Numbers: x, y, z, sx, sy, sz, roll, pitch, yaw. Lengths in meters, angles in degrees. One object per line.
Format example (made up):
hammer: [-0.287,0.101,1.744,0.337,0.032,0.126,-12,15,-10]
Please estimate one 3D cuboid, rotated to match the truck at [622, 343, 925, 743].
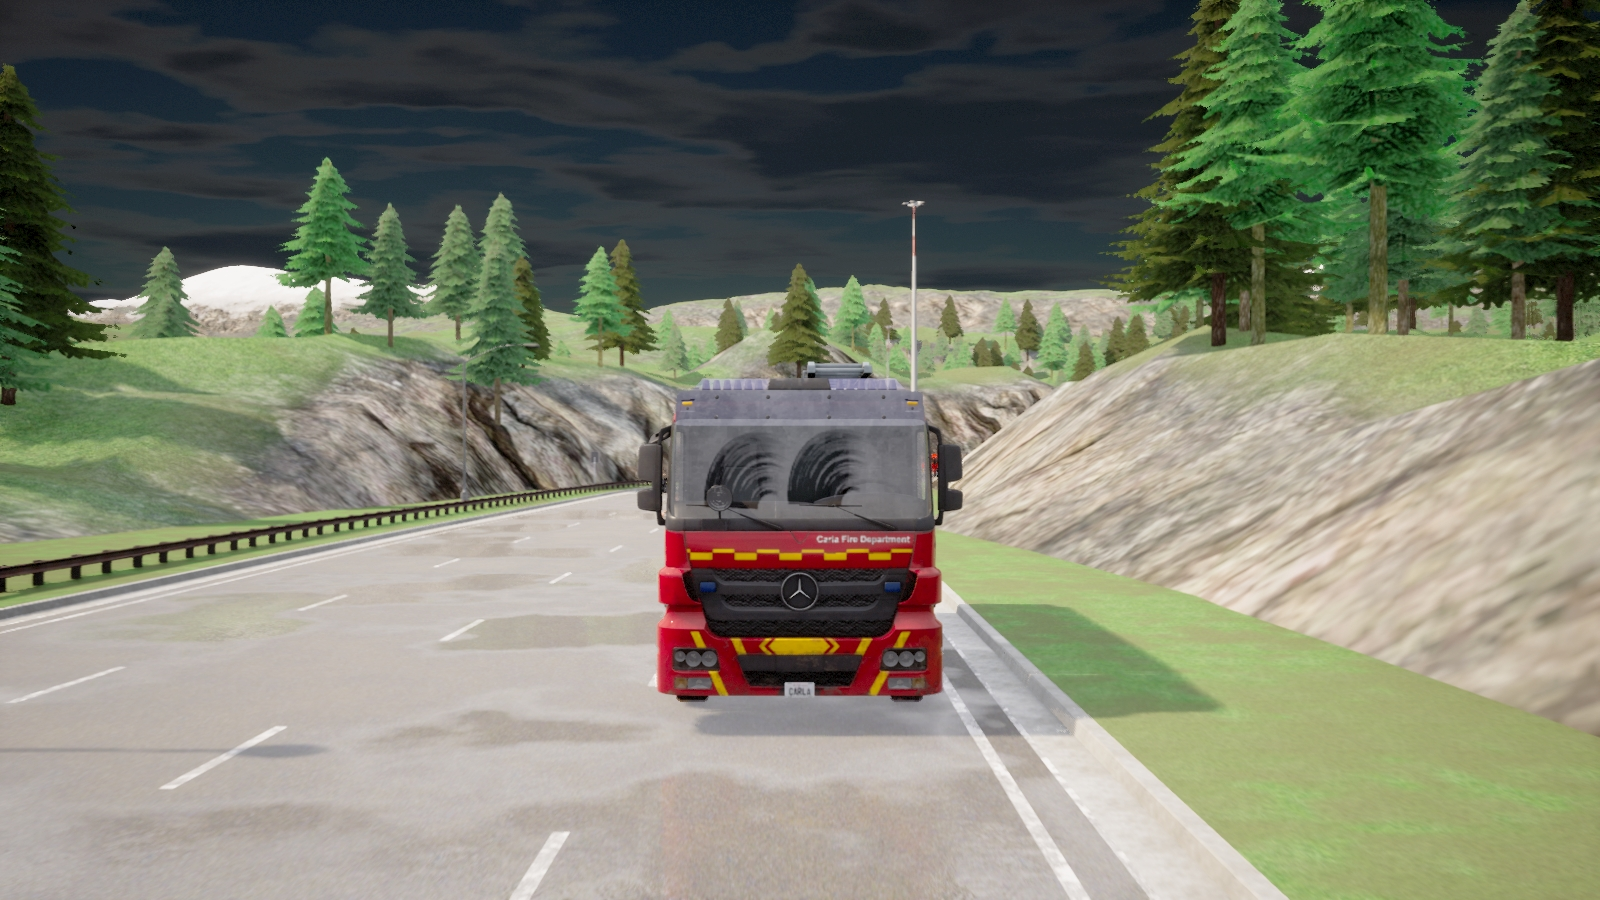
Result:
truck: [-0.249,0.890,15.155,2.891,3.827,8.468,0,0,0]
